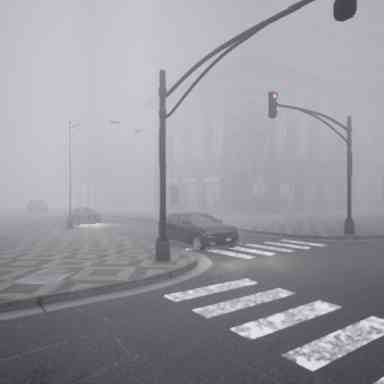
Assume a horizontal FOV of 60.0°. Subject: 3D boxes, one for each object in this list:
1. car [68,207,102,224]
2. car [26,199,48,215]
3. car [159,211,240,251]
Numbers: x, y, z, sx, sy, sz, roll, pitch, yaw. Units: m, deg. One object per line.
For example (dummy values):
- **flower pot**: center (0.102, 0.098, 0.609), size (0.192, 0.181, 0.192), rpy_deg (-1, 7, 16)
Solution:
- **car**: center (-9.605, 2.064, 29.698), size (1.994, 1.385, 4.181), rpy_deg (0, -1, -35)
- **car**: center (-22.258, 2.087, 47.701), size (2.150, 2.045, 5.566), rpy_deg (0, -1, -35)
- **car**: center (0.173, 1.679, 15.444), size (1.882, 1.535, 5.008), rpy_deg (0, -1, -31)
